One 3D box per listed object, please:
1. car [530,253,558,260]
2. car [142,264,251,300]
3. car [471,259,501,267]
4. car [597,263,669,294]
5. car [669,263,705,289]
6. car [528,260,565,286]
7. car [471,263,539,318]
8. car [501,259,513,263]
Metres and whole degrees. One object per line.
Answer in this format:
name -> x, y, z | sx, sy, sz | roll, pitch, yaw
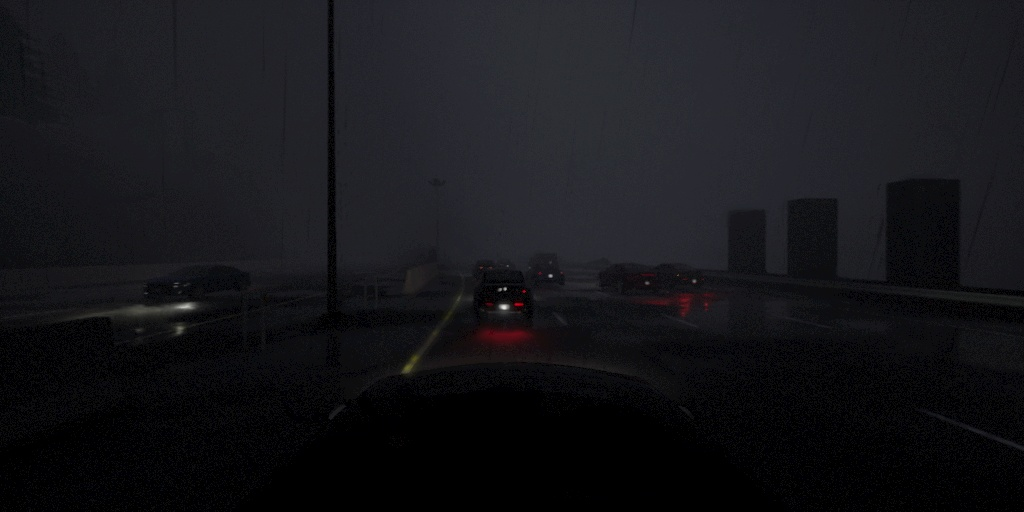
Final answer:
car -> 3.305, 0.714, 38.443 | 2.150, 2.045, 5.566 | 0, 0, -11
car -> -14.901, 1.146, 17.323 | 1.882, 1.535, 5.008 | 0, 0, -5
car -> -2.369, 1.062, 30.449 | 1.837, 1.490, 4.892 | 0, 0, -9
car -> 6.111, 1.097, 19.237 | 1.882, 1.535, 5.008 | 0, 0, -5
car -> 9.450, 1.125, 21.317 | 1.812, 1.442, 4.674 | 0, 0, -6
car -> 2.103, 1.160, 23.693 | 1.994, 1.385, 4.181 | 0, 0, -7
car -> -0.361, 1.181, 12.576 | 1.837, 1.490, 4.892 | 0, 0, -4
car -> -0.917, 1.044, 41.378 | 1.994, 1.385, 4.181 | 0, 0, -12
